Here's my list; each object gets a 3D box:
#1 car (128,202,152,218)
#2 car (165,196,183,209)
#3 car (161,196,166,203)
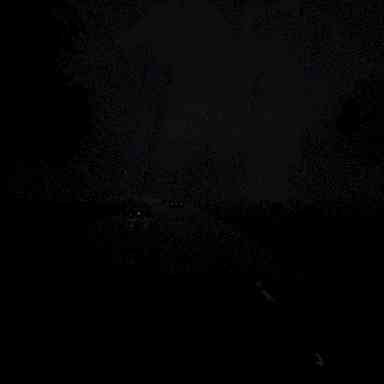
[{"bbox_3d":[-4.728,1.656,30.797,1.994,1.385,4.181,0,0,-4],"label":"car"},{"bbox_3d":[-2.273,1.627,46.039,2.033,1.411,5.357,0,0,-6],"label":"car"},{"bbox_3d":[-5.528,1.533,71.406,2.033,1.411,5.357,0,0,-9],"label":"car"}]
